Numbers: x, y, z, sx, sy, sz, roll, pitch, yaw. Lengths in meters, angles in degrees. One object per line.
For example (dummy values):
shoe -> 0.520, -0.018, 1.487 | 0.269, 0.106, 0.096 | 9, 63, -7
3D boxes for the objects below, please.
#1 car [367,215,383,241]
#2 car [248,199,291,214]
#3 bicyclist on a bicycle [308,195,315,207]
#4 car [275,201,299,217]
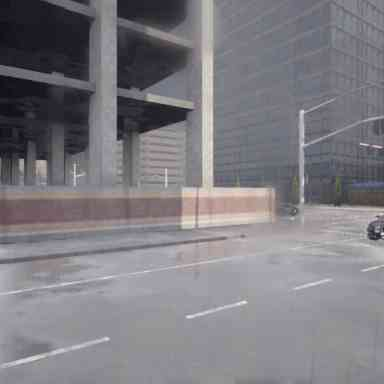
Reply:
car -> 10.008, 1.505, 15.479 | 4.892, 1.490, 1.837 | 0, 0, -36
car -> 8.517, 1.526, 36.916 | 1.812, 1.442, 4.674 | 0, 0, -36
bicyclist on a bicycle -> 16.586, 1.301, 46.203 | 1.656, 1.620, 0.582 | 0, 0, -36
car -> 8.109, 1.564, 31.516 | 1.994, 1.385, 4.181 | 0, 0, -36
